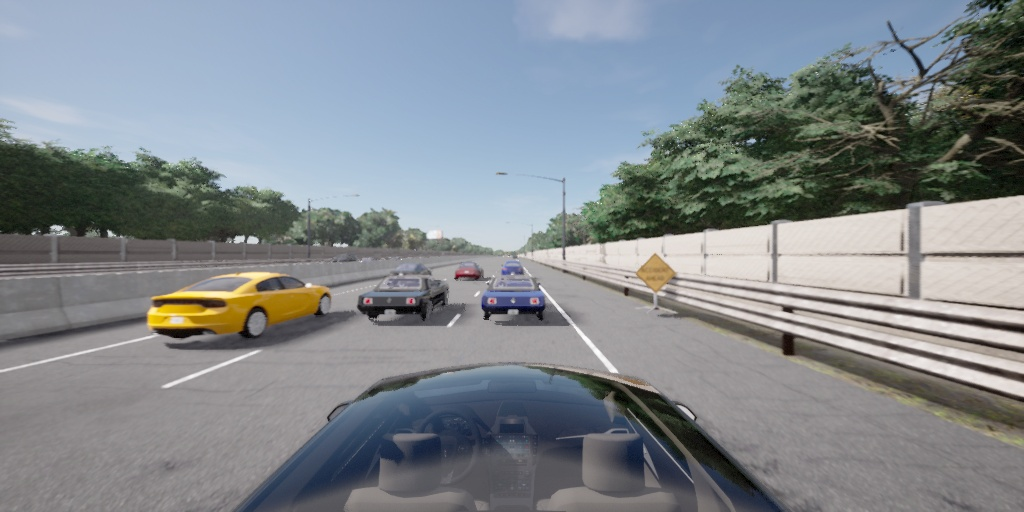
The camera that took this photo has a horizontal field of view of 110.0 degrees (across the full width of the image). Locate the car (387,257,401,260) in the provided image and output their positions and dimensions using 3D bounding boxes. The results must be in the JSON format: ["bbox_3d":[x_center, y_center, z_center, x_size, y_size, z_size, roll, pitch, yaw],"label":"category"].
[{"bbox_3d":[-17.584,0.970,53.333,1.837,1.490,4.892,0,0,0],"label":"car"}]

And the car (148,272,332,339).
[{"bbox_3d":[-6.962,1.187,9.963,1.882,1.535,5.008,0,0,1],"label":"car"}]

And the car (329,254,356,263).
[{"bbox_3d":[-24.574,0.689,52.650,2.150,2.045,5.566,0,1,1],"label":"car"}]

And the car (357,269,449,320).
[{"bbox_3d":[-3.442,1.298,12.404,1.895,1.301,4.718,0,0,0],"label":"car"}]

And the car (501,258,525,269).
[{"bbox_3d":[0.063,1.130,29.778,1.812,1.442,4.674,0,0,0],"label":"car"}]

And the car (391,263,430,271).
[{"bbox_3d":[-6.969,1.178,25.084,2.033,1.411,5.357,0,0,0],"label":"car"}]

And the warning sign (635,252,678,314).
[{"bbox_3d":[4.545,0.818,11.340,1.300,1.860,1.060,0,0,0],"label":"warning sign"}]

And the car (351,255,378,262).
[{"bbox_3d":[-21.077,1.017,52.641,2.033,1.411,5.357,0,0,1],"label":"car"}]

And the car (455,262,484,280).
[{"bbox_3d":[-3.440,1.170,29.349,1.994,1.385,4.181,0,0,0],"label":"car"}]

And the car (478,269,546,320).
[{"bbox_3d":[0.058,1.298,12.412,1.895,1.301,4.718,0,0,0],"label":"car"}]
